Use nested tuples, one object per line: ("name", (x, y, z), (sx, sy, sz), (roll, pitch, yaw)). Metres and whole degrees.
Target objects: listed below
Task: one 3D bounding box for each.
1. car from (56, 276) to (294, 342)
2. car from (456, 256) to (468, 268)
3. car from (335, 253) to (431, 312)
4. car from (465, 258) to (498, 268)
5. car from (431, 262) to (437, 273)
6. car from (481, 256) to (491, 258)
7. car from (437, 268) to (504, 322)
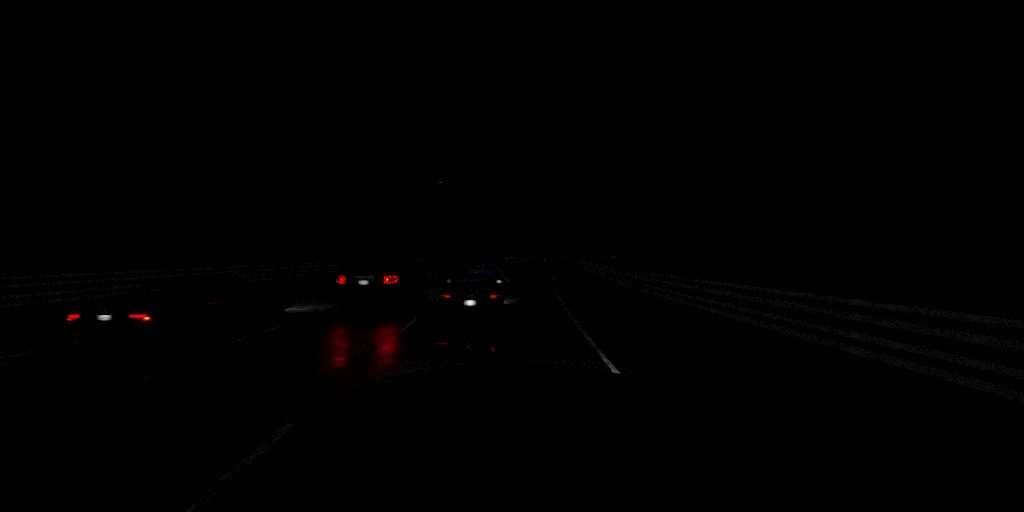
("car", (-8.137, 1.252, 9.552), (2.033, 1.411, 5.357), (0, 0, -3))
("car", (-7.367, 1.166, 57.268), (2.033, 1.411, 5.357), (0, 0, -5))
("car", (-4.846, 0.922, 14.038), (2.150, 2.045, 5.566), (0, 0, -3))
("car", (-2.032, 1.151, 25.176), (1.882, 1.535, 5.008), (0, 0, -3))
("car", (-9.861, 1.180, 41.201), (1.994, 1.385, 4.181), (0, 0, -4))
("car", (-4.029, 1.133, 56.793), (1.837, 1.490, 4.892), (0, 0, -4))
("car", (-1.292, 1.283, 12.099), (1.994, 1.385, 4.181), (0, 0, -3))
